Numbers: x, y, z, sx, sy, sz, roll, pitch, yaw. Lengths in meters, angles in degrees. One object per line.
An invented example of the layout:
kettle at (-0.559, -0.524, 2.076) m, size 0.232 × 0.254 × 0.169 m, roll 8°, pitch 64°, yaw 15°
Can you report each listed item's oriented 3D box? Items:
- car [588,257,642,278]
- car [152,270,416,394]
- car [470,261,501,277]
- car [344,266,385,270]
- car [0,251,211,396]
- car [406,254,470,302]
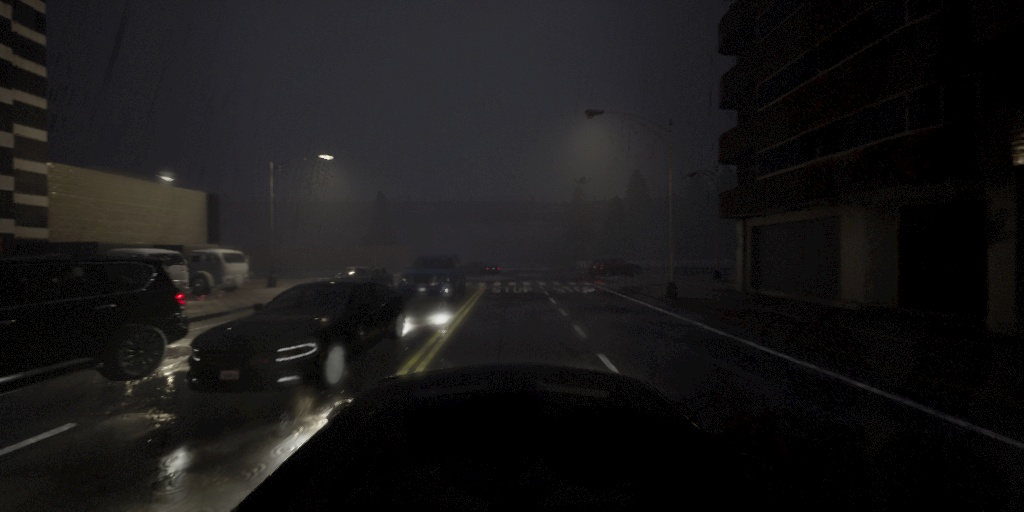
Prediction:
car at (8.766, 0.893, 30.378) m, size 4.553 × 1.767 × 2.097 m, roll -1°, pitch 1°, yaw -24°
car at (-3.580, 1.227, 7.058) m, size 1.882 × 1.535 × 5.008 m, roll 0°, pitch 0°, yaw 0°
car at (-3.232, 1.153, 33.581) m, size 2.033 × 1.411 × 5.357 m, roll -1°, pitch 0°, yaw -40°
car at (-6.984, 1.224, 16.640) m, size 2.128 × 1.511 × 4.902 m, roll 0°, pitch 0°, yaw 0°
car at (-7.095, 1.005, 4.319) m, size 2.150 × 2.045 × 5.566 m, roll 0°, pitch 0°, yaw 0°
car at (-3.485, 0.933, 16.721) m, size 2.150 × 2.045 × 5.566 m, roll 0°, pitch 0°, yaw 0°
